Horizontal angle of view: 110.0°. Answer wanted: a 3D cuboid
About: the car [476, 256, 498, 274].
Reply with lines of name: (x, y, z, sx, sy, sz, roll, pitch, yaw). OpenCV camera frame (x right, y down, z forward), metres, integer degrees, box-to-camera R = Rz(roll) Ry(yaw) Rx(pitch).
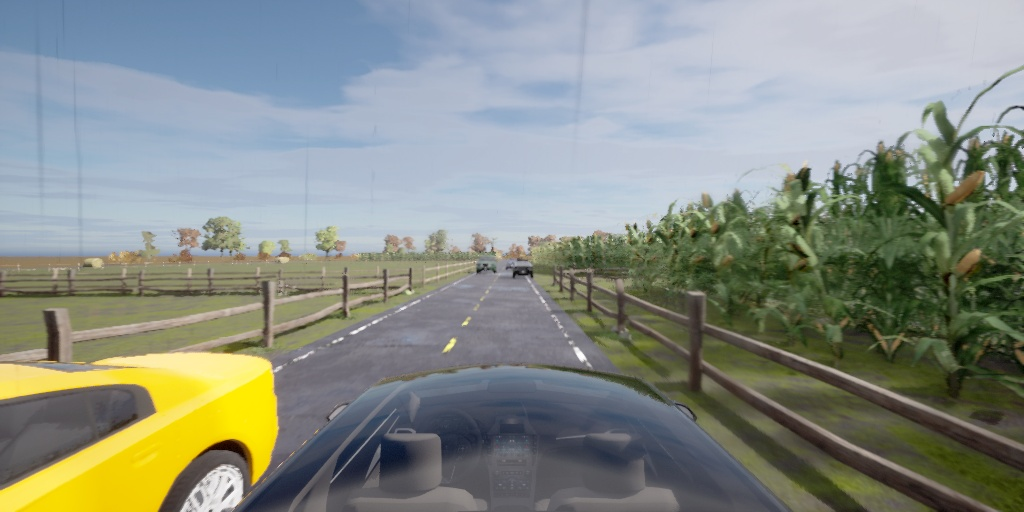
car: (-2.835, 0.962, 41.187, 2.150, 2.045, 5.566, 0, 0, 0)

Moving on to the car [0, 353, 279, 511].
car: (-2.852, 1.228, 0.853, 1.882, 1.535, 5.008, 0, 0, 0)

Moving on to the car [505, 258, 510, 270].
car: (0.009, 1.288, 51.546, 2.033, 1.411, 5.357, 0, 0, 0)

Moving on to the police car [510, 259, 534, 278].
police car: (0.967, 1.168, 33.273, 1.930, 1.638, 5.238, 0, 0, 0)
